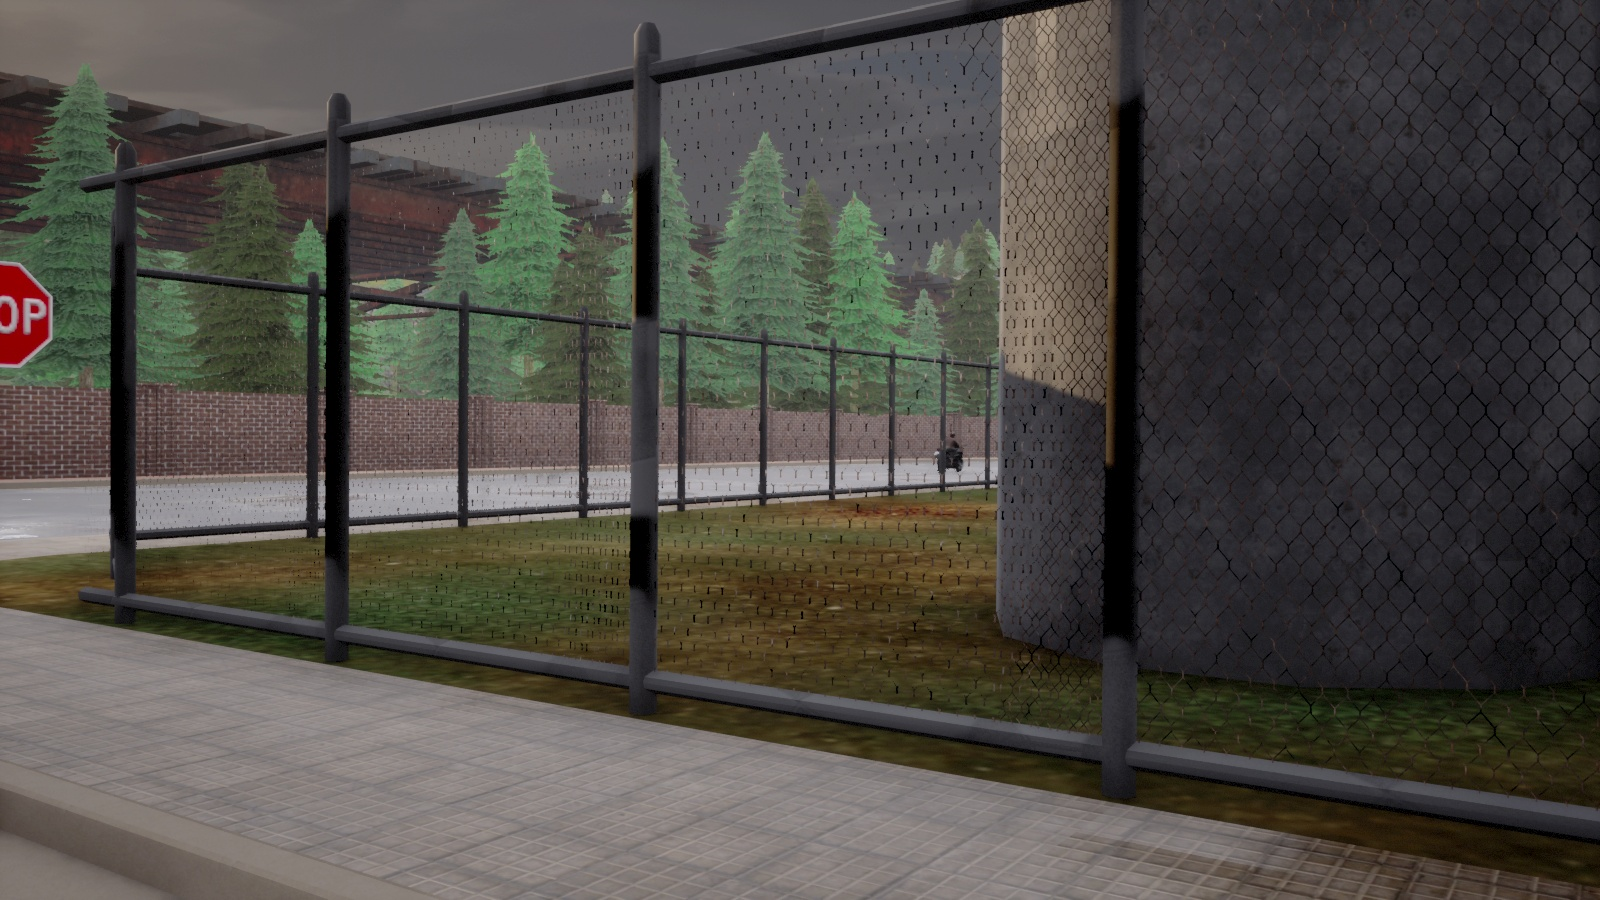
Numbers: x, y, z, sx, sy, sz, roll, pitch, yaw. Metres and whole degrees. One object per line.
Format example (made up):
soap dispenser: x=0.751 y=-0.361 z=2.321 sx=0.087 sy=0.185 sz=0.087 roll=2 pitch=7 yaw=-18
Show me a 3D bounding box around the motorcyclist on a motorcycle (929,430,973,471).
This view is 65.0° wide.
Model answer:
motorcyclist on a motorcycle: x=5.743 y=0.012 z=47.576 sx=0.797 sy=1.523 sz=2.044 roll=0 pitch=1 yaw=34
